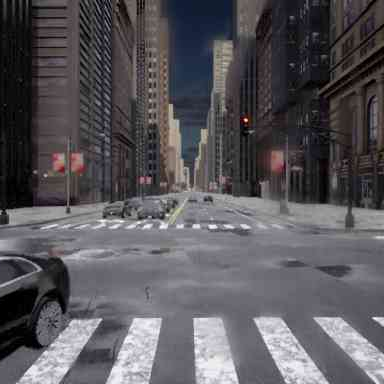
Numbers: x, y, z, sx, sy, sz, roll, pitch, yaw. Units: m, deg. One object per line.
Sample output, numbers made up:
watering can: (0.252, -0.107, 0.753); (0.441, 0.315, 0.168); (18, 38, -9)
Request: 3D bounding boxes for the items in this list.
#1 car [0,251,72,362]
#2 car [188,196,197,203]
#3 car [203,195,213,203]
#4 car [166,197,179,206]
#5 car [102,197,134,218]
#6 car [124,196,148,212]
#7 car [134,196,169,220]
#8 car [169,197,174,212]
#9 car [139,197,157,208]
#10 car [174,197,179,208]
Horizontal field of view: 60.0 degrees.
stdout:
car: (-3.186, 1.492, 3.594); (2.128, 1.511, 4.902); (0, 0, 9)
car: (0.099, 1.484, 69.875); (2.033, 1.411, 5.357); (0, 0, 0)
car: (3.349, 1.441, 69.963); (1.837, 1.490, 4.892); (0, 0, 0)
car: (-3.314, 1.565, 56.559); (1.895, 1.301, 4.718); (0, 0, 0)
car: (-6.601, 1.494, 29.636); (1.837, 1.490, 4.892); (0, 0, 0)
car: (-6.598, 1.335, 39.790); (2.097, 1.767, 4.553); (0, 0, 0)
car: (-3.291, 1.343, 27.735); (2.097, 1.767, 4.553); (0, 0, -2)
car: (-3.352, 1.511, 36.519); (1.812, 1.442, 4.674); (0, 0, 0)
car: (-6.589, 1.521, 50.087); (2.033, 1.411, 5.357); (0, 0, 0)
car: (-3.340, 1.541, 46.543); (1.994, 1.385, 4.181); (0, 0, 0)
